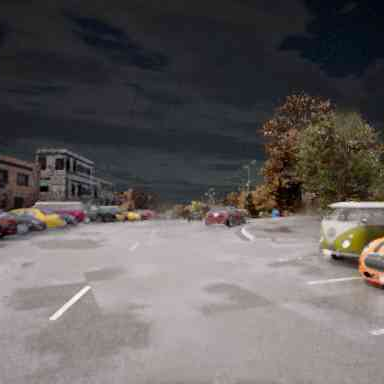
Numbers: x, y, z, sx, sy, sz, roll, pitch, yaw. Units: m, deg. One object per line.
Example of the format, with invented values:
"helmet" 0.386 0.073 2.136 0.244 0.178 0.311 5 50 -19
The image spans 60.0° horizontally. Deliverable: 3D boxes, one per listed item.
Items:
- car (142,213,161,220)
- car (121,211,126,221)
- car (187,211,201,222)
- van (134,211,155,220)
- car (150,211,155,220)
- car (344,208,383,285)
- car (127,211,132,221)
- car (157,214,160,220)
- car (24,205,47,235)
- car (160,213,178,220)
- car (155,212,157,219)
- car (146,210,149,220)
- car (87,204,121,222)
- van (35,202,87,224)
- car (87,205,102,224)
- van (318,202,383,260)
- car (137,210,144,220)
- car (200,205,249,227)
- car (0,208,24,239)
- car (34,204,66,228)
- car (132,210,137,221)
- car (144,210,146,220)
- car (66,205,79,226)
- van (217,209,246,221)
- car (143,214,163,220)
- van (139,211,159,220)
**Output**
"car" -10.537 6.302 86.592 4.553 1.767 2.185 1 -5 -19
"car" -11.000 2.850 39.857 5.366 1.575 1.946 1 -5 -19
"car" 0.430 3.396 46.492 1.812 1.442 4.674 0 -4 1
"van" -10.787 5.279 74.866 4.442 1.987 1.878 1 -4 -19
"car" -10.833 4.578 66.125 5.566 2.045 2.435 1 -4 -19
"car" 6.442 1.406 8.195 4.553 1.767 2.185 1 0 -20
"car" -11.127 3.317 45.633 4.792 1.488 2.163 1 -4 -19
"car" -10.627 5.734 77.815 5.008 1.535 2.097 1 -4 -19
"car" -11.362 1.718 19.330 4.892 1.521 2.231 0 -2 -20
"car" -4.426 4.734 64.711 2.128 1.511 4.902 0 -4 1
"car" -10.690 5.153 71.984 4.553 1.767 2.185 1 -4 -19
"car" -10.881 4.385 60.268 4.892 1.521 2.231 1 -4 -19
"car" -11.186 2.384 36.895 5.566 2.045 2.435 1 -4 -19
"van" -11.404 1.859 28.066 4.442 1.987 1.878 0 -2 -20
"car" -11.258 2.248 31.012 4.892 1.521 2.231 0 -3 -19
"van" 6.309 1.331 11.139 4.442 1.987 1.878 1 -1 -20
"car" -11.149 3.938 54.357 5.366 1.575 1.946 1 -4 -19
"car" 3.002 1.899 27.659 2.097 1.767 4.553 -4 -3 32
"car" -11.379 1.635 16.404 5.008 1.535 2.097 0 -1 -20
"car" -11.510 1.817 22.185 5.366 1.575 1.946 0 -2 -20
"car" -11.236 3.501 48.513 5.366 1.575 1.946 1 -4 -19
"car" -10.899 4.193 57.348 4.792 1.488 2.163 1 -5 -19
"car" -11.323 1.944 25.175 4.892 1.521 2.231 0 -3 -20
"van" 6.772 3.913 56.939 4.442 1.987 1.878 2 -4 -19
"car" -10.469 6.661 89.512 4.892 1.521 2.231 1 -5 -19
"van" -10.485 5.740 80.800 4.442 1.987 1.878 1 -5 -19
